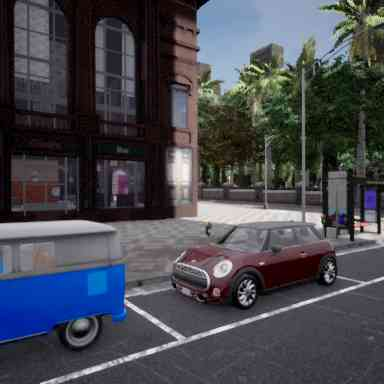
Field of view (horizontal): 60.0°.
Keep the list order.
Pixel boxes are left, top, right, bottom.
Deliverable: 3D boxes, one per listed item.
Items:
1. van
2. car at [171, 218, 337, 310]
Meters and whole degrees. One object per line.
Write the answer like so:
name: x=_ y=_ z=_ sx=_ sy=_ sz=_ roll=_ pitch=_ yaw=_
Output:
van: x=-2.909 y=1.341 z=4.579 sx=3.998 sy=1.788 sz=1.690 roll=0 pitch=0 yaw=-35
car: x=1.509 y=1.439 z=7.729 sx=4.097 sy=1.590 sz=1.967 roll=0 pitch=0 yaw=-35
